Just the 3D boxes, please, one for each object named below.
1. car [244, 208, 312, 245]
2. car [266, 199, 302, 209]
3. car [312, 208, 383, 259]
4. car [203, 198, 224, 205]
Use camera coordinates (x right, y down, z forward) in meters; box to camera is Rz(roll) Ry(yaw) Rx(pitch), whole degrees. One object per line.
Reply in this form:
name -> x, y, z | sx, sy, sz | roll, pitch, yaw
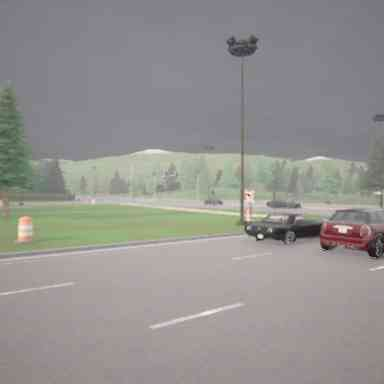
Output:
car -> 4.792, 1.660, 15.793 | 4.718, 1.301, 1.895 | 0, 0, -35
car -> 13.326, 1.725, 48.676 | 2.033, 1.411, 5.357 | 0, 0, -35
car -> 7.141, 1.413, 13.170 | 4.553, 1.767, 2.097 | 0, 0, -35
car -> 3.994, 1.758, 62.187 | 1.994, 1.385, 4.181 | 0, 0, -35
